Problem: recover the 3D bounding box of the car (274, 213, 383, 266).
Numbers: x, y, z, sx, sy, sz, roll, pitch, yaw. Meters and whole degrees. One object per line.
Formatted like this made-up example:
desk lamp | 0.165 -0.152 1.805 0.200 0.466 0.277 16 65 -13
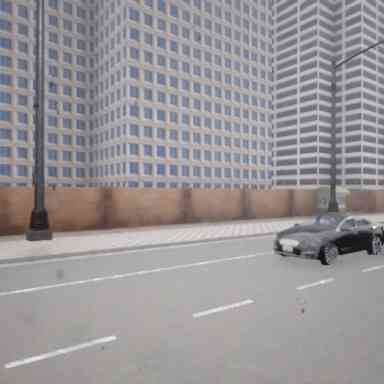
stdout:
car | 5.000 1.532 11.889 4.902 1.511 2.128 0 0 -36
